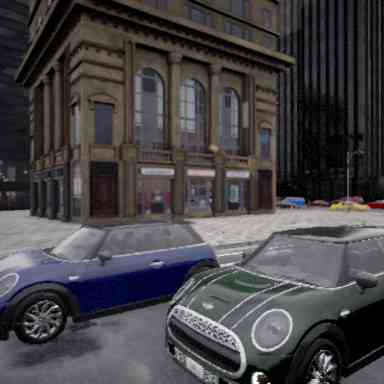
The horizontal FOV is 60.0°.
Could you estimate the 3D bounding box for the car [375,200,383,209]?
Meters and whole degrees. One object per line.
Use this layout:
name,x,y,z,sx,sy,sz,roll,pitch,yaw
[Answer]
car,27.619,1.868,48.741,1.887,1.381,4.507,-1,0,-35

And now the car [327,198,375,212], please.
car,20.758,1.876,43.673,1.752,1.417,4.829,-1,0,-35

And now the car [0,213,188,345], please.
car,-1.640,1.355,6.509,4.553,1.767,2.097,0,0,-36

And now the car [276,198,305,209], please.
car,15.002,2.037,51.778,2.008,1.369,4.403,-1,0,-35

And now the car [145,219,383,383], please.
car,1.857,1.356,5.011,4.553,1.767,2.097,0,0,-35

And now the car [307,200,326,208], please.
car,21.738,2.044,57.043,1.802,1.307,4.206,-1,0,-35

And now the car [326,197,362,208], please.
car,24.673,1.708,52.892,2.192,1.841,5.009,-1,0,-35
